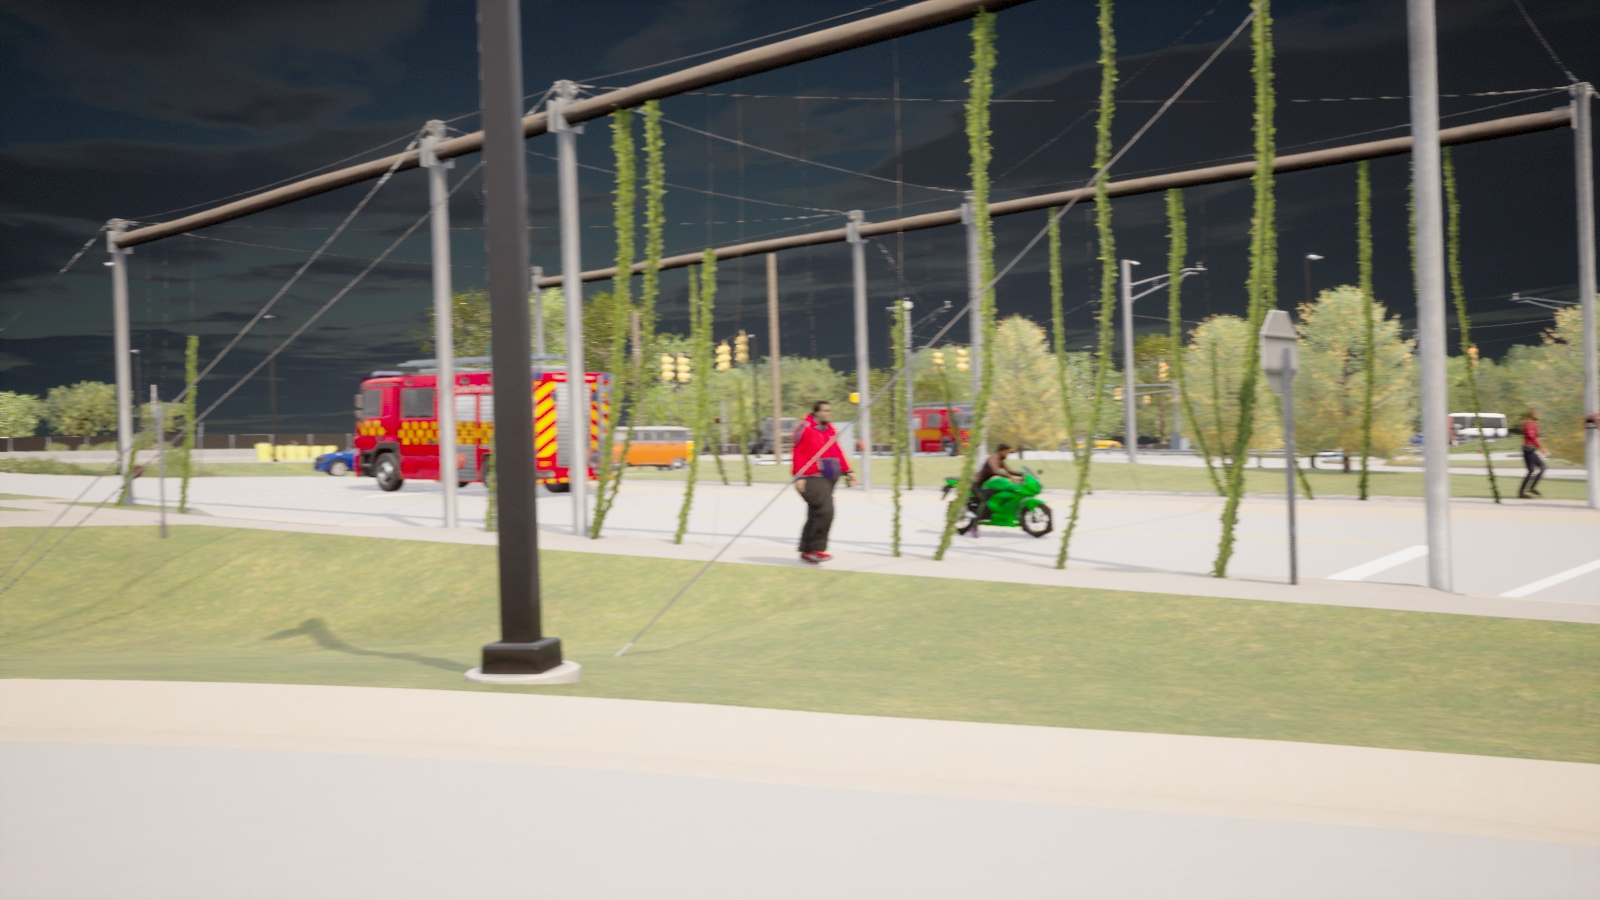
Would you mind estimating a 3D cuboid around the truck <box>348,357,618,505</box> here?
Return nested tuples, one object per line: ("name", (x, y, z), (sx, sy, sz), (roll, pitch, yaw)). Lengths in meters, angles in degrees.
("truck", (-9.328, -0.514, 36.298), (8.468, 3.827, 2.891), (0, 2, 38))

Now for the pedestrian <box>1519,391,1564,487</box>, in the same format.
("pedestrian", (14.550, -0.221, 24.652), (0.636, 1.846, 0.331), (-3, 0, 38))

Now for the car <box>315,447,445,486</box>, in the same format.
("car", (-18.009, 0.707, 53.898), (5.008, 1.535, 1.882), (-1, -1, -28))

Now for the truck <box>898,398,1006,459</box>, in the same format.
("truck", (9.925, -1.418, 83.029), (2.891, 3.827, 8.468), (-2, 1, -26))

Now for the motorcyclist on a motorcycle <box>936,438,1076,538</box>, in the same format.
("motorcyclist on a motorcycle", (3.296, 0.595, 20.223), (2.044, 1.523, 0.797), (-1, 1, 37))

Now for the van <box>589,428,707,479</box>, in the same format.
("van", (-6.295, 0.153, 52.055), (4.442, 1.987, 1.775), (-1, -1, -28))

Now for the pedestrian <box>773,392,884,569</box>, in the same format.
("pedestrian", (0.309, 0.323, 13.605), (0.899, 1.844, 0.634), (-3, 0, 39))
